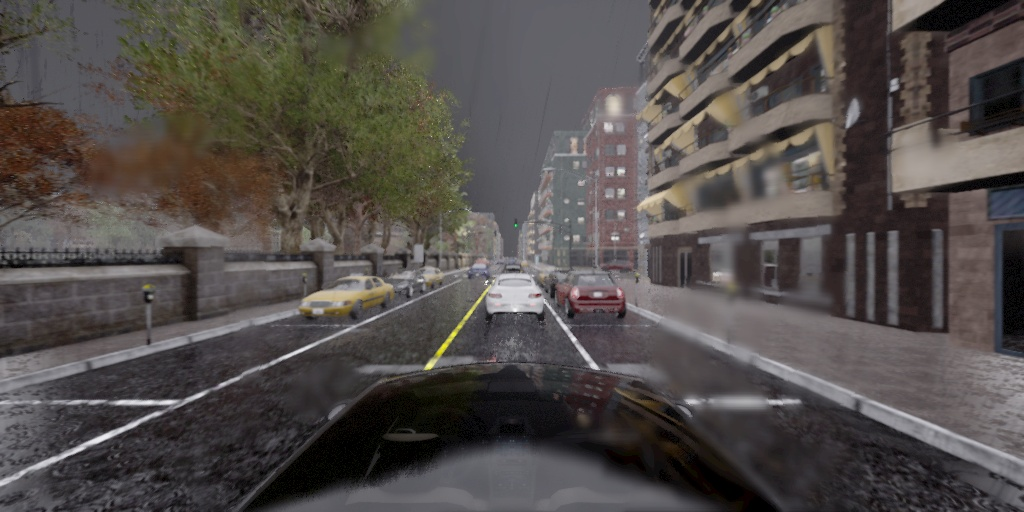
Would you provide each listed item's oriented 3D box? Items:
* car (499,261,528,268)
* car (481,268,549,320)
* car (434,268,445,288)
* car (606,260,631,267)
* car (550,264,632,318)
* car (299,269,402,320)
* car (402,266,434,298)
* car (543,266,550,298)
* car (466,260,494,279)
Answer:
[{"bbox_3d":[0.090,1.355,28.698,1.837,1.490,4.892,0,0,0],"label":"car"},{"bbox_3d":[0.093,1.314,12.646,1.812,1.442,4.674,0,0,0],"label":"car"},{"bbox_3d":[-5.698,1.358,24.199,1.751,1.417,4.829,0,0,0],"label":"car"},{"bbox_3d":[14.580,1.533,51.356,5.009,1.841,2.192,0,0,0],"label":"car"},{"bbox_3d":[2.686,1.230,13.112,1.967,1.591,4.097,0,0,0],"label":"car"},{"bbox_3d":[-5.694,1.315,12.939,1.751,1.417,4.829,0,0,0],"label":"car"},{"bbox_3d":[-5.695,1.361,18.739,2.007,1.370,4.403,0,0,0],"label":"car"},{"bbox_3d":[2.685,1.377,18.743,1.948,1.339,4.313,0,0,0],"label":"car"},{"bbox_3d":[-3.025,1.397,33.808,1.812,1.442,4.674,0,0,0],"label":"car"}]
